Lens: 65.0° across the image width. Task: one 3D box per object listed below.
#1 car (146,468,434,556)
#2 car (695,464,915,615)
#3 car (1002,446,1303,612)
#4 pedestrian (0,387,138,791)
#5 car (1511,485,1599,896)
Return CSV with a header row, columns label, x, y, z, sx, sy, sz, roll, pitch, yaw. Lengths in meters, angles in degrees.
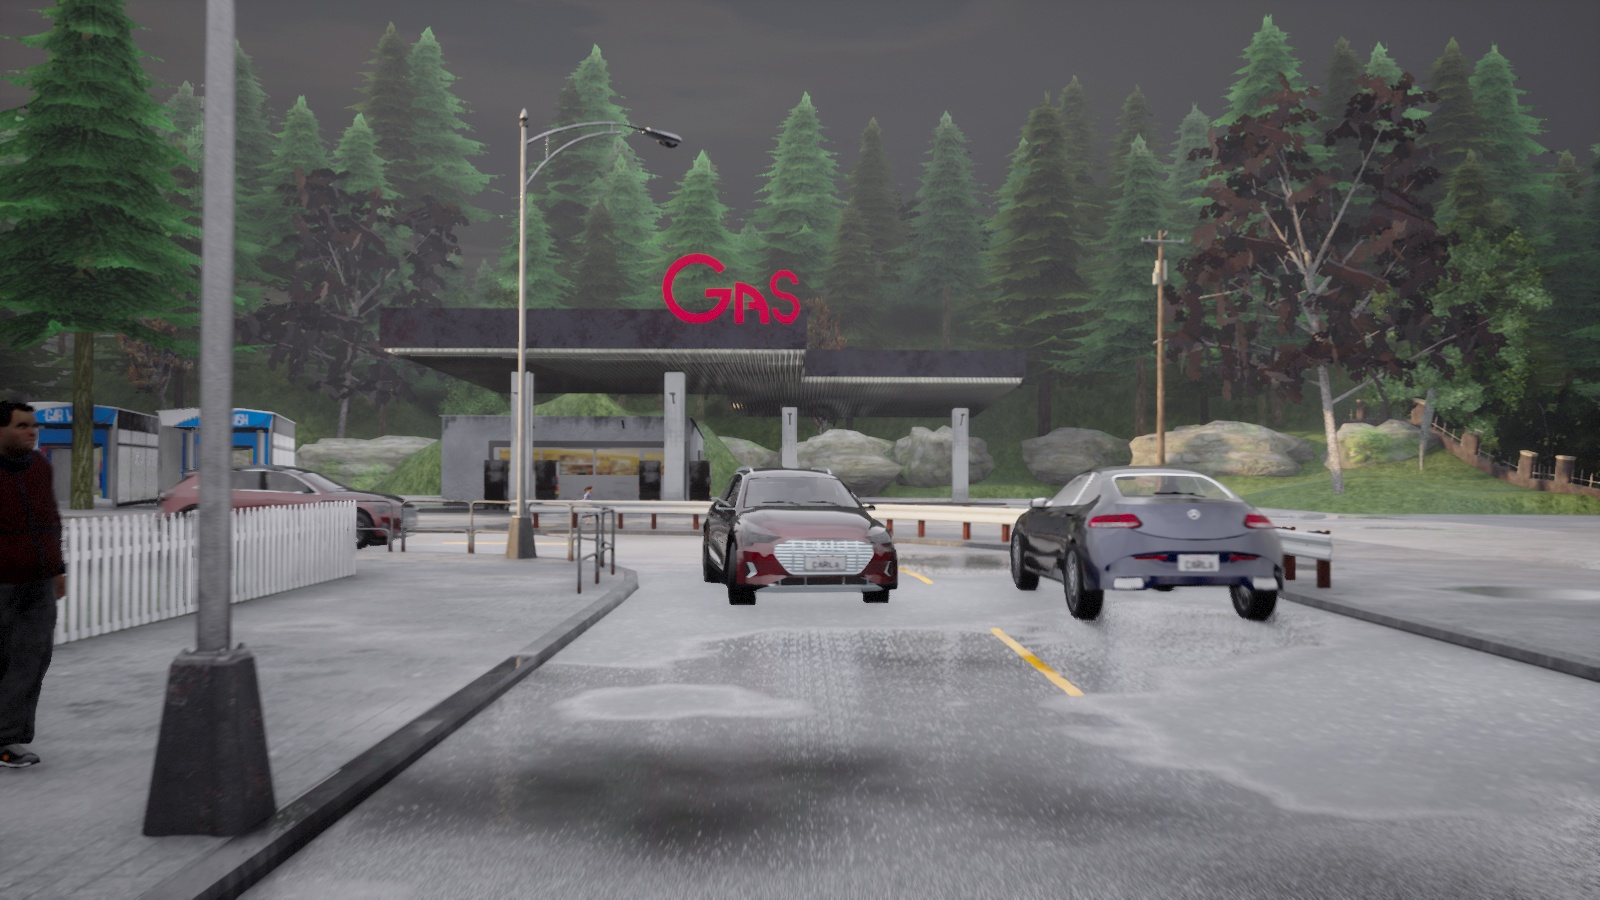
label,x,y,z,sx,sy,sz,roll,pitch,yaw
car,-9.974,1.201,24.850,4.856,1.649,2.033,0,-1,0
car,-0.130,1.018,16.259,2.033,1.649,4.856,0,-1,-10
car,3.935,0.830,15.106,2.152,1.651,5.027,0,-1,-1
pedestrian,-3.875,0.643,6.171,0.899,1.844,0.634,0,-1,16
car,3.993,0.844,2.722,2.163,1.488,4.792,0,-1,0
